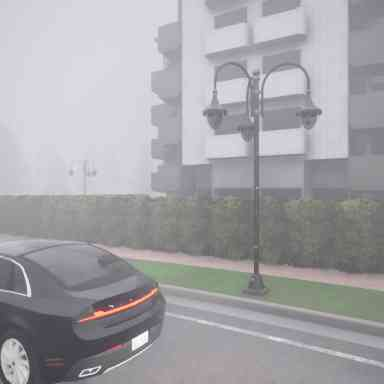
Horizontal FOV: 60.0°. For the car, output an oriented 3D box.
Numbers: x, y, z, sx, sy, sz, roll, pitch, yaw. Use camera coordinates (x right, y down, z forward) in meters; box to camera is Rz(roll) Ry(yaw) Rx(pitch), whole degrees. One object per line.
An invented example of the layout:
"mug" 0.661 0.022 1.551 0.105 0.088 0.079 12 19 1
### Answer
"car" -2.698 1.505 5.158 4.892 1.490 1.837 0 0 31
